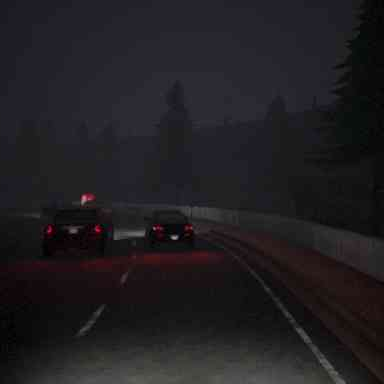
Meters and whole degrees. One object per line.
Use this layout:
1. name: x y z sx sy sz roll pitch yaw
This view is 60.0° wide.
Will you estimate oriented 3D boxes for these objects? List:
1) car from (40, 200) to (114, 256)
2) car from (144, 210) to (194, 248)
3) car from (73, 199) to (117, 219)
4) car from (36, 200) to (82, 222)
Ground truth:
1. car: -4.369 1.352 13.406 2.097 1.767 4.553 0 0 -9
2. car: -1.097 1.526 14.754 1.812 1.442 4.674 0 0 -11
3. car: -8.959 1.479 30.449 1.882 1.535 5.008 0 0 -41
4. car: -11.174 1.494 27.714 2.128 1.511 4.902 0 0 -39
